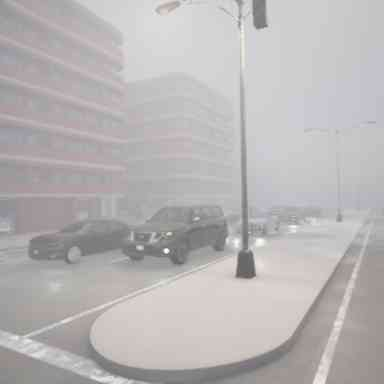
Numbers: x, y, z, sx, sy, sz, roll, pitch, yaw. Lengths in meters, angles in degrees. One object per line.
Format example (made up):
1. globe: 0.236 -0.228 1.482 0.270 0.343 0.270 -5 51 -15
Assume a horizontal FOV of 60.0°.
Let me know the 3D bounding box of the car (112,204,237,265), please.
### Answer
1. car: -0.374 1.538 13.522 2.150 2.045 5.566 -2 -1 30

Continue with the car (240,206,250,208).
1. car: 4.877 2.067 29.843 1.882 1.535 5.008 -2 -1 30

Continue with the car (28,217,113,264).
1. car: -4.231 1.868 13.852 1.882 1.535 5.008 -2 -1 30

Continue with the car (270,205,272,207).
1. car: 9.917 2.203 38.661 1.837 1.490 4.892 -2 -1 30

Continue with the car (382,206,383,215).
1. car: 23.121 1.991 38.349 1.812 1.442 4.674 -2 -1 30

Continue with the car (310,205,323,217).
1. car: 13.994 2.194 38.725 1.994 1.385 4.181 -2 -1 30

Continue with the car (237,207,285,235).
1. car: 4.459 1.948 22.006 1.812 1.442 4.674 -2 -1 29

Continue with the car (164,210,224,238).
1. car: 0.266 2.013 21.720 1.812 1.442 4.674 -2 -1 30

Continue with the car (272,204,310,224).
1. car: 9.017 2.027 30.040 1.837 1.490 4.892 -2 -1 30
